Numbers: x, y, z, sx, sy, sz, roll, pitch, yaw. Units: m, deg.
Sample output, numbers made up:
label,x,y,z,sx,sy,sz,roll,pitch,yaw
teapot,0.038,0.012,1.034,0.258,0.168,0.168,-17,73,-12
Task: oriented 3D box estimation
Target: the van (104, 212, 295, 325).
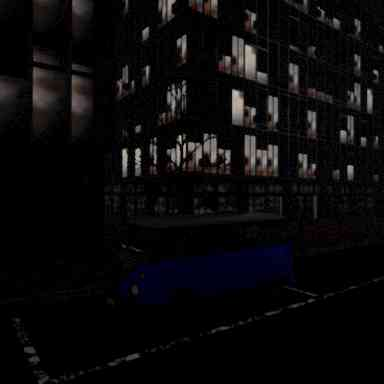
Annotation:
label,x,y,z,sx,sy,sz,roll,pitch,yaw
van,0.341,1.340,6.807,3.998,1.788,1.690,0,0,-36
